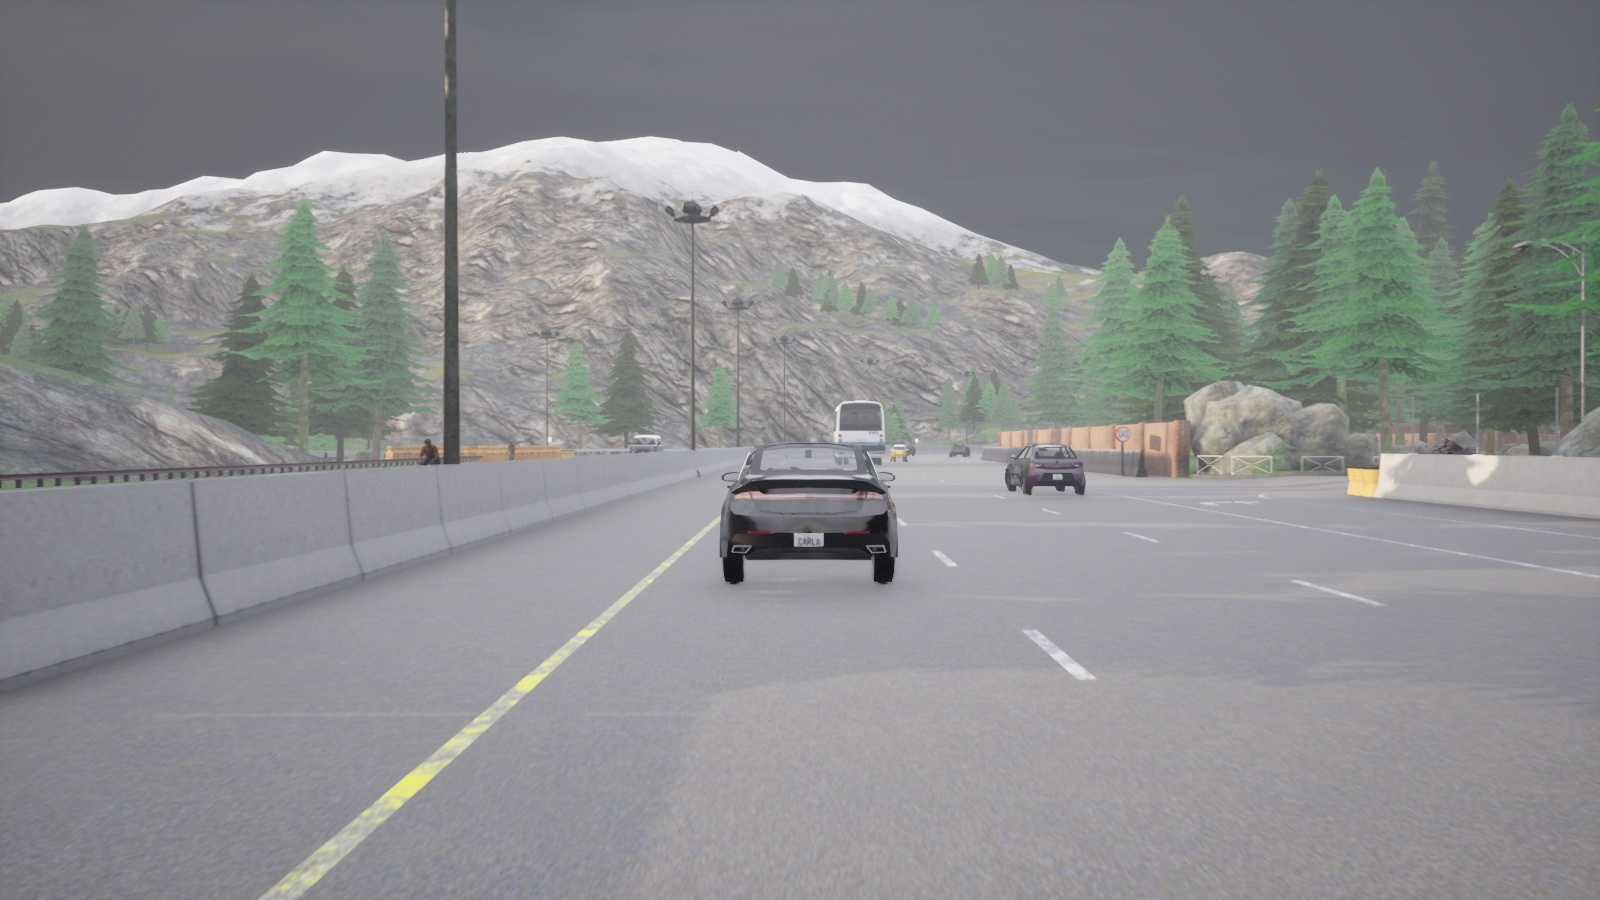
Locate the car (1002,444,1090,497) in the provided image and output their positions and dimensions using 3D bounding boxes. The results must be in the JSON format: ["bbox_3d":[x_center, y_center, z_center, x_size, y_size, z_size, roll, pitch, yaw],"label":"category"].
[{"bbox_3d":[7.227,0.556,37.235,1.816,1.474,4.193,0,0,0],"label":"car"}]

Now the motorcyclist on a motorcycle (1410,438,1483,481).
[{"bbox_3d":[23.427,0.348,45.521,2.191,1.530,0.866,0,0,1],"label":"motorcyclist on a motorcycle"}]

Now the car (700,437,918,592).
[{"bbox_3d":[0.099,0.620,14.749,2.128,1.511,4.902,0,0,0],"label":"car"}]

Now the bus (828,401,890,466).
[{"bbox_3d":[4.018,-1.123,88.029,3.944,4.253,10.273,0,0,0],"label":"bus"}]

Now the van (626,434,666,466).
[{"bbox_3d":[-10.018,0.000,82.036,2.069,2.038,4.480,0,0,0],"label":"van"}]
